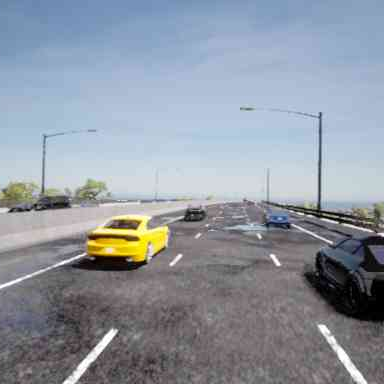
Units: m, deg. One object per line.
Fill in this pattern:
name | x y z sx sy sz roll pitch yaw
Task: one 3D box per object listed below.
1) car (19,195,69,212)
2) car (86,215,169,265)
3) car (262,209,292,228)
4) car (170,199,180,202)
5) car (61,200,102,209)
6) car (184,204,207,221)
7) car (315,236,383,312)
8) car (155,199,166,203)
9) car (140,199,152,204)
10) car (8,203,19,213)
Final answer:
car | -13.903 1.351 32.540 2.150 2.045 5.566 1 -1 7
car | -2.126 1.589 12.259 1.882 1.535 5.008 1 -1 7
car | 6.683 2.026 26.539 2.033 1.411 5.357 1 -1 7
car | -3.881 2.384 77.177 1.837 1.490 4.892 1 -1 9
car | -10.349 1.755 32.791 2.033 1.411 5.357 1 -1 7
car | 0.388 1.917 32.383 2.128 1.511 4.902 1 -1 8
car | 4.407 1.759 8.037 1.994 1.385 4.181 1 -1 7
car | -7.338 2.345 77.724 1.812 1.442 4.674 1 -1 9
car | -10.795 2.309 78.270 1.994 1.385 4.181 1 -1 9
car | -17.135 1.657 34.810 1.994 1.385 4.181 1 -1 8
